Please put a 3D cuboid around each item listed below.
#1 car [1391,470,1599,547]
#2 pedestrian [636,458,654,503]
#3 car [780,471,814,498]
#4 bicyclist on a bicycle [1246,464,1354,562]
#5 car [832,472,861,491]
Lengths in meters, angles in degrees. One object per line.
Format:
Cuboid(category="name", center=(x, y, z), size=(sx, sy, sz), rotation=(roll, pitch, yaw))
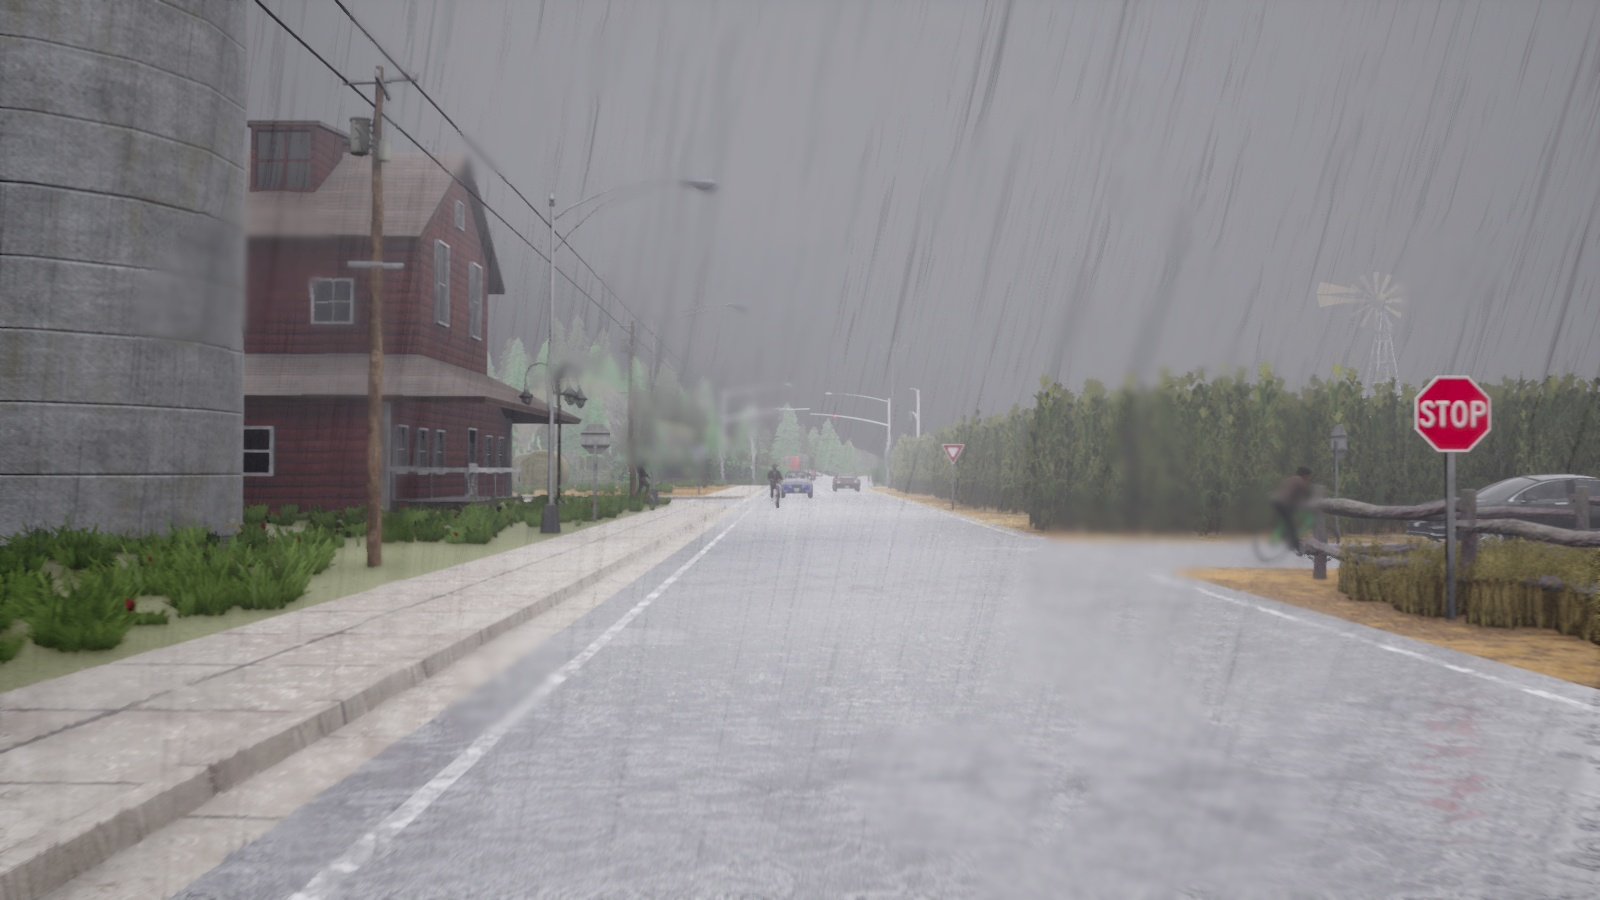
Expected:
Cuboid(category="car", center=(14.782, 1.143, 25.300), size=(4.892, 1.490, 1.837), rotation=(0, -1, 0))
Cuboid(category="pedestrian", center=(-6.434, 1.265, 52.193), size=(0.720, 1.854, 0.376), rotation=(0, -1, -9))
Cuboid(category="car", center=(-0.170, 1.875, 69.088), size=(1.816, 1.474, 4.193), rotation=(0, -1, 0))
Cuboid(category="bicyclist on a bicycle", center=(8.472, 1.054, 21.287), size=(1.656, 1.620, 0.582), rotation=(0, -1, -14))
Cuboid(category="car", center=(3.280, 2.255, 89.332), size=(1.895, 1.301, 4.718), rotation=(0, -1, 0))
